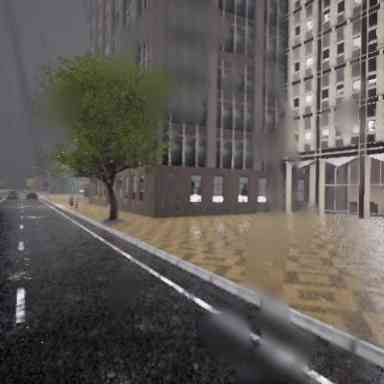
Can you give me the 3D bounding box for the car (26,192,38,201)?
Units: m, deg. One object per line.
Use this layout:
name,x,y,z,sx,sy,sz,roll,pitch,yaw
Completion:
car,-30.445,0.852,63.358,1.837,1.490,4.892,1,0,-27

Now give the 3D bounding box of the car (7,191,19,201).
car,-33.342,0.846,61.884,2.033,1.411,5.357,1,0,-27

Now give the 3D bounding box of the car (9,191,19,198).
car,-38.063,0.529,71.169,1.882,1.535,5.008,1,0,-27

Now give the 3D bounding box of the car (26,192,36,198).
car,-35.183,0.692,72.670,1.895,1.301,4.718,1,0,-27
